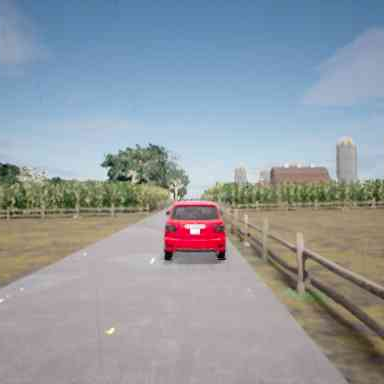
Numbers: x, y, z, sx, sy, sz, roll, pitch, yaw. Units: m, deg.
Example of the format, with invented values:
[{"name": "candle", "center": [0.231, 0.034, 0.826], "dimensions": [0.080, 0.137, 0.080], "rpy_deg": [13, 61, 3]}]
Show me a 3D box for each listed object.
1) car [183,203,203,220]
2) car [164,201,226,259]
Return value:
[{"name": "car", "center": [0.110, 1.886, 33.997], "dimensions": [1.837, 1.490, 4.892], "rpy_deg": [0, -1, 0]}, {"name": "car", "center": [0.103, 1.379, 13.338], "dimensions": [2.150, 2.045, 5.566], "rpy_deg": [0, -1, 0]}]
